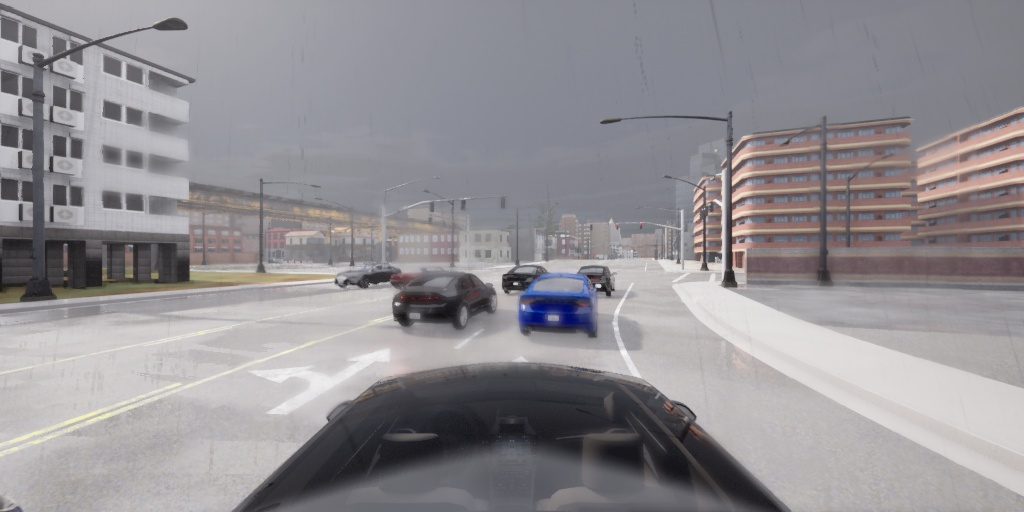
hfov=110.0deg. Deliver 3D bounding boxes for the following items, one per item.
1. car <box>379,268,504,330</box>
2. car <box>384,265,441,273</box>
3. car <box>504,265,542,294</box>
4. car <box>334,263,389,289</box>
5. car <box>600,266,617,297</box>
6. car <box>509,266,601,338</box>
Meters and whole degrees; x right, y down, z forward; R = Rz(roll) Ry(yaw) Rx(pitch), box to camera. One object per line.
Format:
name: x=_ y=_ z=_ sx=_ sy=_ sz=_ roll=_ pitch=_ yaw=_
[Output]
car: x=-1.855 y=1.255 z=11.323 sx=1.837 sy=1.490 sz=4.892 roll=0 pitch=0 yaw=14
car: x=-5.603 y=1.351 z=22.825 sx=1.895 sy=1.301 sz=4.718 roll=0 pitch=0 yaw=21
car: x=1.033 y=1.228 z=20.061 sx=1.882 sy=1.535 sz=5.008 roll=0 pitch=0 yaw=20
car: x=-9.166 y=1.242 z=23.287 sx=2.128 sy=1.511 sz=4.902 roll=0 pitch=0 yaw=21
car: x=4.475 y=1.255 z=19.268 sx=1.837 sy=1.490 sz=4.892 roll=0 pitch=0 yaw=20
car: x=1.516 y=1.228 z=10.356 sx=1.882 sy=1.535 sz=5.008 roll=0 pitch=0 yaw=14
